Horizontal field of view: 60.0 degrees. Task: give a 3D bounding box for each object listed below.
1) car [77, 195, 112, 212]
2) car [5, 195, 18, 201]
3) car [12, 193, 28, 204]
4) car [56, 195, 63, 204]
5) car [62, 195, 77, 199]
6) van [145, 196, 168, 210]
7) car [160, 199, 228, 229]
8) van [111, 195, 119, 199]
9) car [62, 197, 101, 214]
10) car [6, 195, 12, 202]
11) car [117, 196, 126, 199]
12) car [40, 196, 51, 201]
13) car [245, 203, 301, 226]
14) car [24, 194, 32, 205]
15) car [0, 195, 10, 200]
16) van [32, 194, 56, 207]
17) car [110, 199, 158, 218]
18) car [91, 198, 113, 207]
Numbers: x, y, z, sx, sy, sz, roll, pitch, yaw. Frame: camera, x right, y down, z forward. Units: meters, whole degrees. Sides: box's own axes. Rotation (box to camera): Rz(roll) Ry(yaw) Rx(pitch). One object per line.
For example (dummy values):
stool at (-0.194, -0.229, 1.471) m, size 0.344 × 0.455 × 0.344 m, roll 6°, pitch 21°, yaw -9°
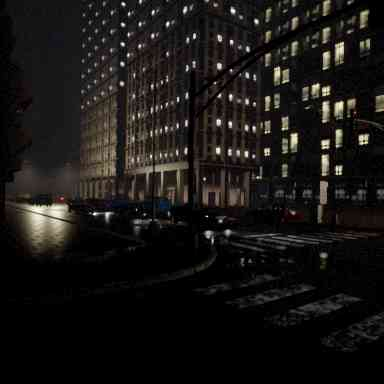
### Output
car at (-11.078, 1.427, 37.491) m, size 1.837 × 1.490 × 4.892 m, roll 1°, pitch -1°, yaw -35°
car at (-40.424, 1.377, 74.283) m, size 2.008 × 1.369 × 4.403 m, roll 1°, pitch -1°, yaw -35°
car at (-30.602, 1.155, 60.475) m, size 2.192 × 1.841 × 5.009 m, roll 1°, pitch -1°, yaw -35°
car at (-24.973, 1.307, 62.545) m, size 2.097 × 1.767 × 4.553 m, roll 1°, pitch -1°, yaw -35°
car at (-18.985, 1.456, 54.119) m, size 2.128 × 1.511 × 4.902 m, roll 1°, pitch -1°, yaw -35°
van at (-4.135, 1.381, 37.707) m, size 1.690 × 1.788 × 3.998 m, roll 1°, pitch -1°, yaw -35°
car at (0.264, 1.440, 21.524) m, size 2.128 × 1.511 × 4.902 m, roll 1°, pitch -1°, yaw -35°
van at (-10.681, 1.367, 46.915) m, size 1.690 × 1.788 × 3.998 m, roll 1°, pitch -1°, yaw -35°
car at (-10.968, 1.427, 32.850) m, size 2.008 × 1.369 × 4.403 m, roll 1°, pitch -1°, yaw -35°
car at (-37.152, 1.396, 69.680) m, size 1.947 × 1.339 × 4.313 m, roll 1°, pitch -1°, yaw -35°
car at (-7.412, 1.584, 42.309) m, size 2.008 × 1.369 × 4.403 m, roll 1°, pitch -1°, yaw -35°
car at (-36.870, 1.570, 83.741) m, size 1.802 × 1.307 × 4.206 m, roll 1°, pitch -1°, yaw -35°
car at (5.683, 1.504, 23.895) m, size 1.967 × 1.590 × 4.097 m, roll 1°, pitch -1°, yaw -35°
car at (-24.060, 1.432, 51.265) m, size 1.802 × 1.307 × 4.206 m, roll 1°, pitch -1°, yaw -35°
car at (-46.874, 1.365, 83.354) m, size 1.752 × 1.417 × 4.829 m, roll 1°, pitch -1°, yaw -35°
van at (-20.783, 1.197, 46.663) m, size 1.690 × 1.788 × 3.998 m, roll 1°, pitch -1°, yaw -35°
car at (-5.159, 1.536, 29.149) m, size 1.895 × 1.301 × 4.718 m, roll 1°, pitch -1°, yaw -35°
car at (-13.958, 1.586, 51.516) m, size 1.947 × 1.339 × 4.313 m, roll 1°, pitch -1°, yaw -35°
